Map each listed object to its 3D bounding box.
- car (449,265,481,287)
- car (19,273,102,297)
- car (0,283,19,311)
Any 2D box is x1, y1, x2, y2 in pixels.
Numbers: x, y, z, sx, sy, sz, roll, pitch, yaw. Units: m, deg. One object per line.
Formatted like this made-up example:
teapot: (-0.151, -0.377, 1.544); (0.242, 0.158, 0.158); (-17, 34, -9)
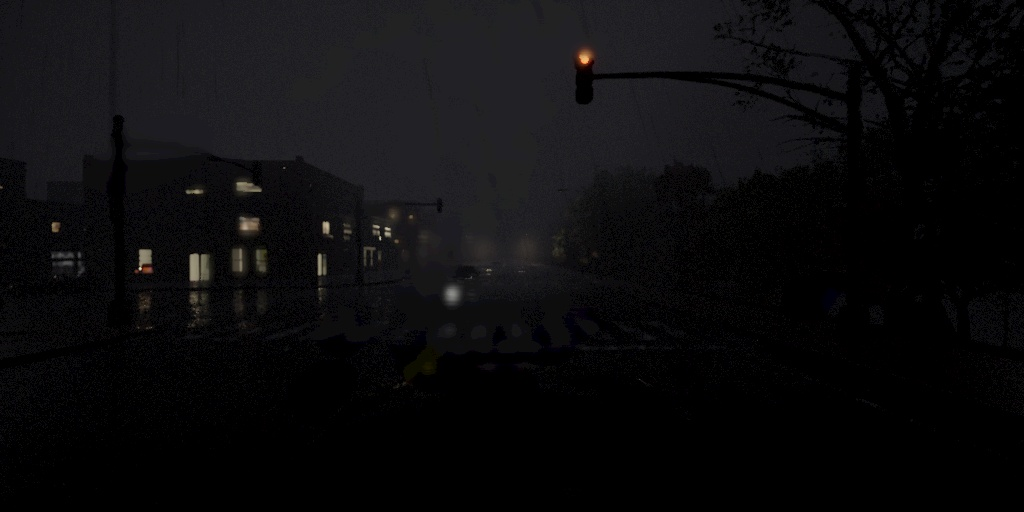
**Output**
car: (-3.311, 1.424, 25.684); (1.837, 1.490, 4.892); (0, 1, 0)
car: (-28.375, 1.757, 22.339); (4.403, 1.370, 2.007); (0, 0, -1)
car: (-22.647, 1.736, 13.832); (4.313, 1.339, 1.948); (0, 0, -1)
